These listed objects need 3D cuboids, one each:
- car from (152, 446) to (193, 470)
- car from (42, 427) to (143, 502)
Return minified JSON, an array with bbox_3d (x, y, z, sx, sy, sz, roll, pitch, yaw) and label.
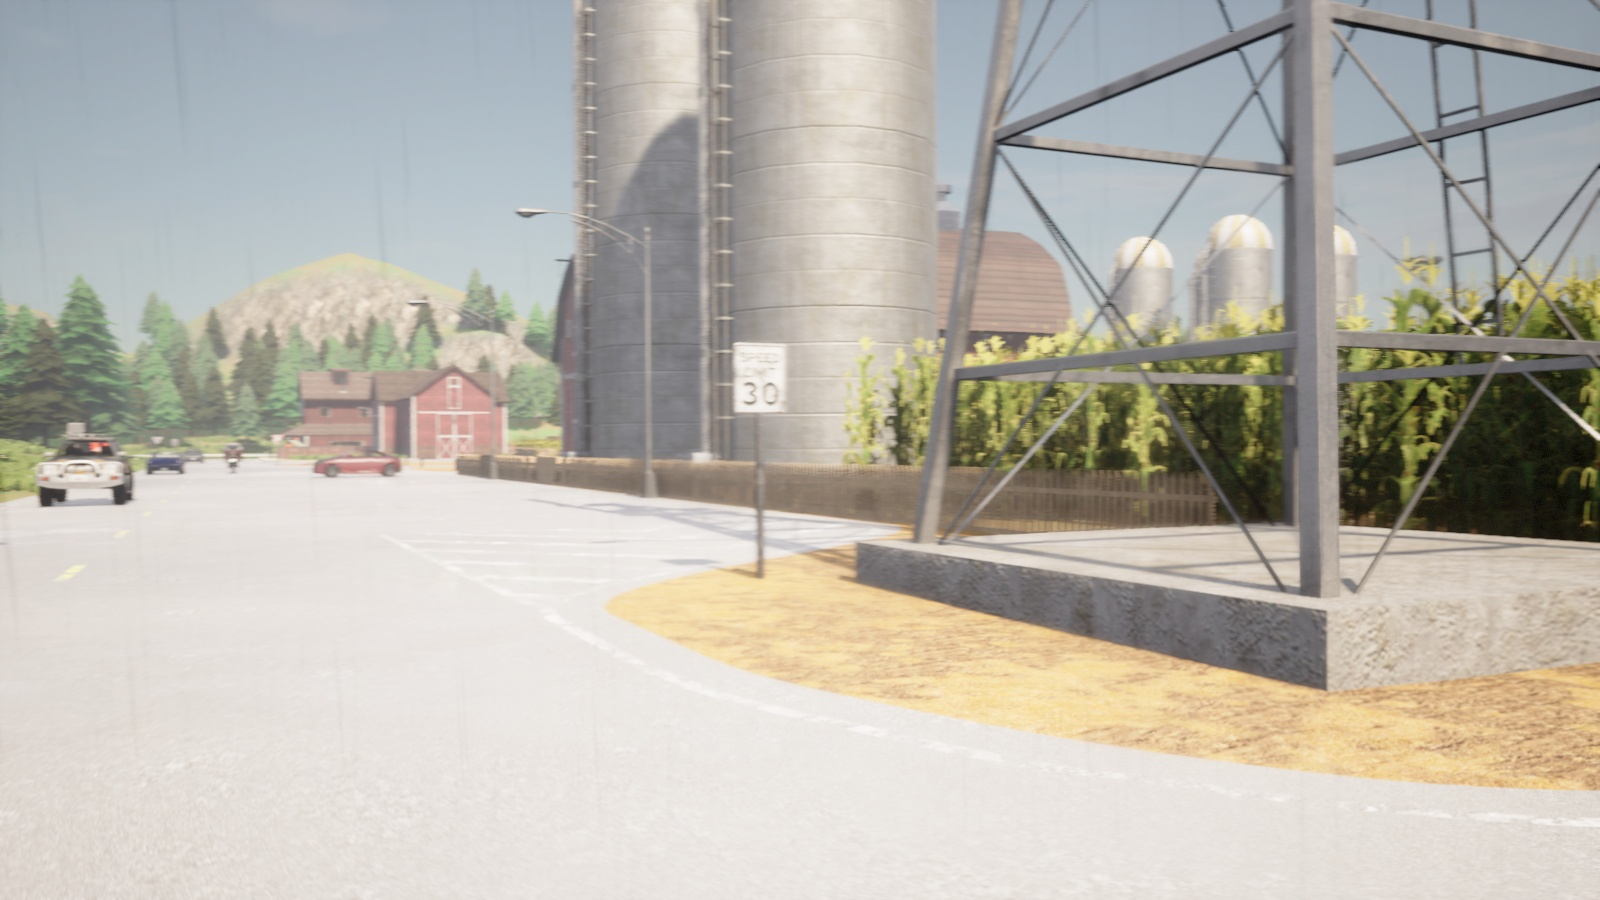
[{"bbox_3d":[-35.924,0.427,72.028,1.895,1.301,4.718,0,0,-24],"label":"car"},{"bbox_3d":[-18.778,0.345,33.500,1.932,1.855,4.605,0,0,-24],"label":"car"}]
